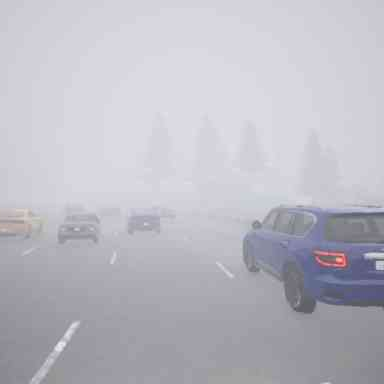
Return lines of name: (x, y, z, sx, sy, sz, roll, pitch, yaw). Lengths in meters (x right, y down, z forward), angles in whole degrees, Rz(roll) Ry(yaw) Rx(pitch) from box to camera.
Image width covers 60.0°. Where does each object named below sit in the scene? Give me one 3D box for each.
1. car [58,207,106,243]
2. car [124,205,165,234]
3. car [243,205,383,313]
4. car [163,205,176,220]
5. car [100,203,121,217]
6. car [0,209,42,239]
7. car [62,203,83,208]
car: (-5.793, 1.765, 17.474, 2.033, 1.411, 5.357, 0, -1, -14)
car: (-3.283, 1.738, 21.369, 1.882, 1.535, 5.008, 0, -1, -15)
car: (2.868, 1.315, 8.085, 2.150, 2.045, 5.566, 0, -1, -6)
car: (-3.122, 1.934, 31.996, 2.033, 1.411, 5.357, 0, -1, -22)
car: (-9.069, 1.974, 36.485, 1.812, 1.442, 4.674, 0, -1, -26)
car: (-9.741, 1.714, 18.627, 1.882, 1.535, 5.008, 0, -1, -14)
car: (-13.169, 1.936, 36.841, 1.882, 1.535, 5.008, 0, -1, -27)
